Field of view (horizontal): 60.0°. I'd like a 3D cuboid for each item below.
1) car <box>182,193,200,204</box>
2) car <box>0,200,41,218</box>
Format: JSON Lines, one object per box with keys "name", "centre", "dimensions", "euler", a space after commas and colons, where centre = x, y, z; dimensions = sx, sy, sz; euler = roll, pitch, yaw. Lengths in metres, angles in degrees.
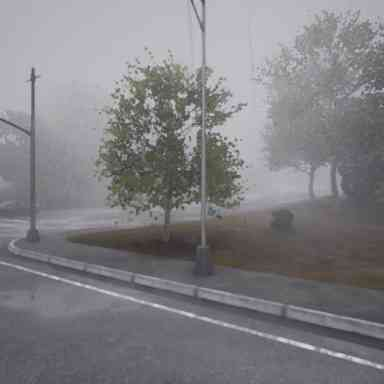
{"name": "car", "centre": [-0.028, 0.669, 48.042], "dimensions": [2.097, 1.767, 4.553], "euler": [0, 3, 39]}
{"name": "car", "centre": [-15.548, 1.511, 28.568], "dimensions": [1.837, 1.490, 4.892], "euler": [0, 1, 39]}
